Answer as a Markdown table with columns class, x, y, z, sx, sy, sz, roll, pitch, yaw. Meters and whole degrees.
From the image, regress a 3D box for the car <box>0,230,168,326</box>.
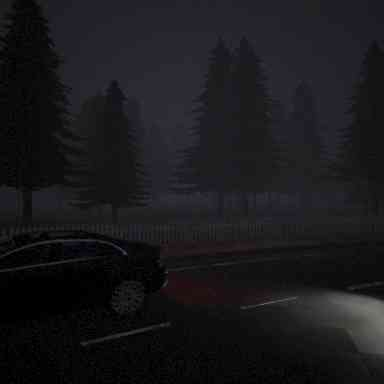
| class | x | y | z | sx | sy | sz | roll | pitch | yaw |
| --- | --- | --- | --- | --- | --- | --- | --- | --- | --- |
| car | -2.813 | 1.487 | 5.980 | 4.902 | 1.511 | 2.128 | 0 | 0 | -32 |
